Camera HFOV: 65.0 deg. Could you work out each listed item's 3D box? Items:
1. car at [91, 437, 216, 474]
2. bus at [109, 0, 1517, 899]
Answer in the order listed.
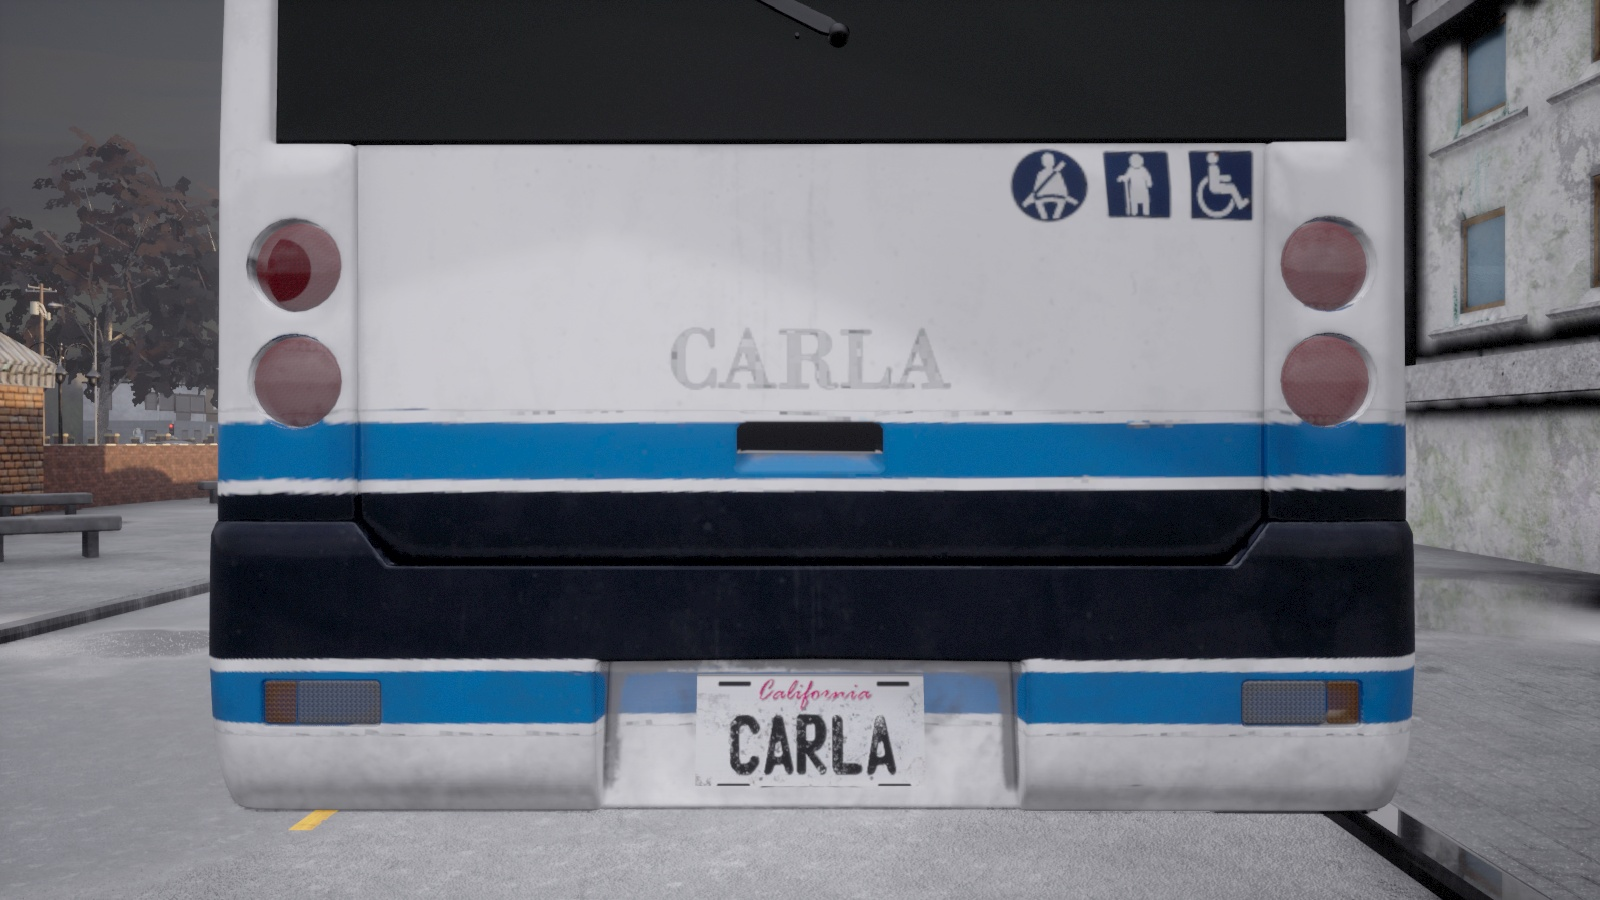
[{"bbox_3d":[-29.674,0.241,57.755,4.611,1.667,2.242,0,0,-2],"label":"car"},{"bbox_3d":[0.062,-0.679,8.658,3.944,4.253,10.273,0,0,0],"label":"bus"}]
